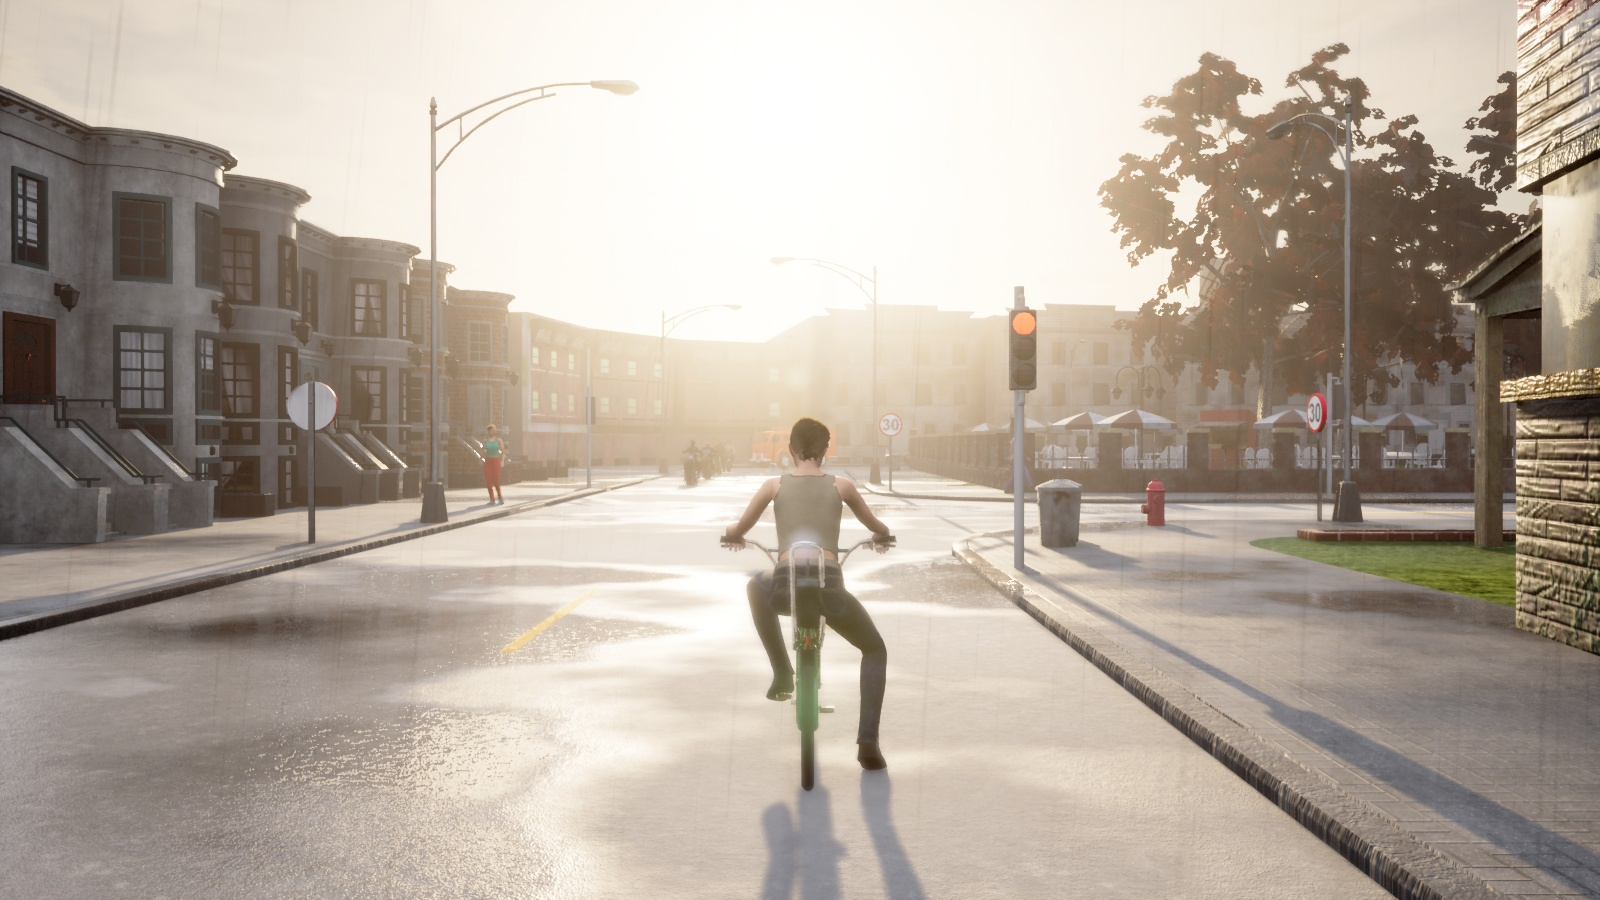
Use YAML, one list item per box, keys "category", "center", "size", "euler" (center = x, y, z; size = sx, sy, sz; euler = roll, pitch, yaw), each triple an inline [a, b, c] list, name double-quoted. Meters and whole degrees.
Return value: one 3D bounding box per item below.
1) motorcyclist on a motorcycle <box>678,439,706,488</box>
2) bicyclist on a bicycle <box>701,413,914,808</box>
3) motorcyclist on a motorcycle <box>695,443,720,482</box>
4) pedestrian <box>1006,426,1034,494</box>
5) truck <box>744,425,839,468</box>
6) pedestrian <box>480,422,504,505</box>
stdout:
- category: "motorcyclist on a motorcycle"
  center: [-3.790, 0.445, 44.083]
  size: [0.766, 1.649, 2.350]
  euler: [0, 1, 0]
- category: "bicyclist on a bicycle"
  center: [0.037, 0.650, 5.875]
  size: [0.866, 1.612, 1.509]
  euler: [0, 0, 0]
- category: "motorcyclist on a motorcycle"
  center: [-3.763, 0.489, 51.213]
  size: [0.866, 1.530, 2.191]
  euler: [0, 1, 0]
- category: "pedestrian"
  center: [6.023, 0.267, 34.366]
  size: [0.706, 1.836, 0.354]
  euler: [0, 0, 3]
- category: "truck"
  center: [-0.489, -0.151, 74.800]
  size: [5.204, 2.467, 2.627]
  euler: [1, 0, -41]
- category: "pedestrian"
  center: [-6.888, 0.292, 28.091]
  size: [0.345, 1.836, 0.594]
  euler: [0, 0, 6]
